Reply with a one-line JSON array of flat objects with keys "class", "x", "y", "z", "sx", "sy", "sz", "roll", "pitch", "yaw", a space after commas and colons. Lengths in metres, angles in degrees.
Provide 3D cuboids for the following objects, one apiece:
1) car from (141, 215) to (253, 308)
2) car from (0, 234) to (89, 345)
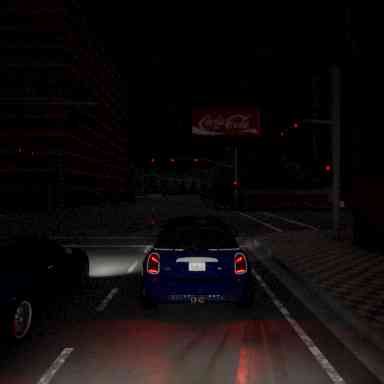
[{"class": "car", "x": 0.086, "y": 1.352, "z": 8.058, "sx": 2.097, "sy": 1.767, "sz": 4.553, "roll": 0, "pitch": 0, "yaw": 0}, {"class": "car", "x": -3.420, "y": 1.526, "z": 6.263, "sx": 1.812, "sy": 1.442, "sz": 4.674, "roll": 0, "pitch": 0, "yaw": 0}]
